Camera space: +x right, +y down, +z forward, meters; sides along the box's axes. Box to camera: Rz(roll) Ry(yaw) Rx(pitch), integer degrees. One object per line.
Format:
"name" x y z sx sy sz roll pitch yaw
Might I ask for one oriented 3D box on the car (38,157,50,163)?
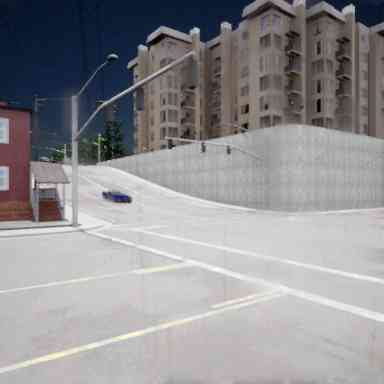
"car" -29.939 -6.439 67.114 1.882 1.535 5.008 0 5 -36

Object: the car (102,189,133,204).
"car" -8.305 0.479 36.849 1.895 1.301 4.718 0 8 -36
